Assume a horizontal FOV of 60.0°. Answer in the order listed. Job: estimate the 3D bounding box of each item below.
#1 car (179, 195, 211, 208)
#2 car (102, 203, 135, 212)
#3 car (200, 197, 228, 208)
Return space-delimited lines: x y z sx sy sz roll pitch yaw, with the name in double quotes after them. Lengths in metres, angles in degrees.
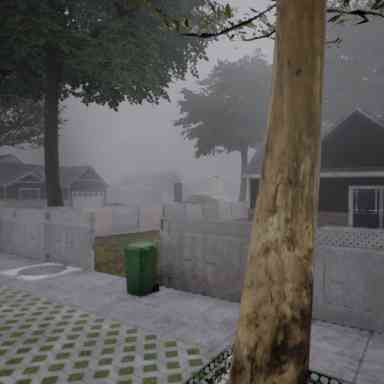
0.534 1.341 40.559 2.150 2.045 5.566 1 0 35 "car"
-7.287 1.667 29.327 1.895 1.301 4.718 1 0 35 "car"
3.382 1.655 39.516 1.837 1.490 4.892 1 0 35 "car"
